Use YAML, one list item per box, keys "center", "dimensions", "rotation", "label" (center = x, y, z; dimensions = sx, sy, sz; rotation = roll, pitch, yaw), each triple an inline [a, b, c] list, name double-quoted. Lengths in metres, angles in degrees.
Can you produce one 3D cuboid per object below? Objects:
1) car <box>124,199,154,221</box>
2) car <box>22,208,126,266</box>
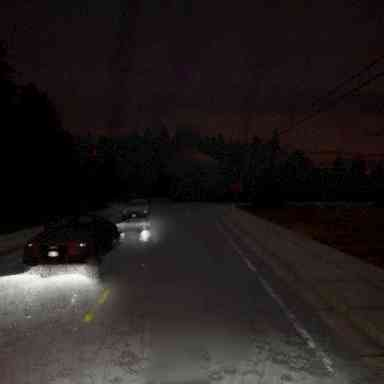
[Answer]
- center: [-3.785, 1.219, 23.870]
  dimensions: [1.812, 1.442, 4.674]
  rotation: [0, 1, -1]
  label: "car"
- center: [-3.673, 1.433, 10.834]
  dimensions: [1.994, 1.385, 4.181]
  rotation: [0, 1, 1]
  label: "car"
